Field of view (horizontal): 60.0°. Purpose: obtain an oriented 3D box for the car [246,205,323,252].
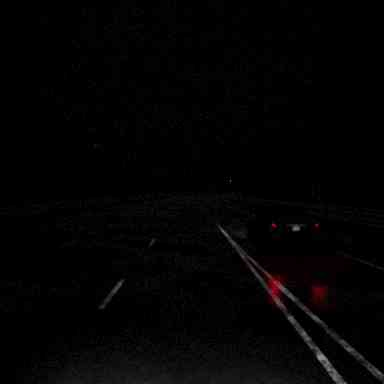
[{"bbox_3d":[3.663,1.323,13.989,2.097,1.767,4.553,0,0,-2],"label":"car"}]
